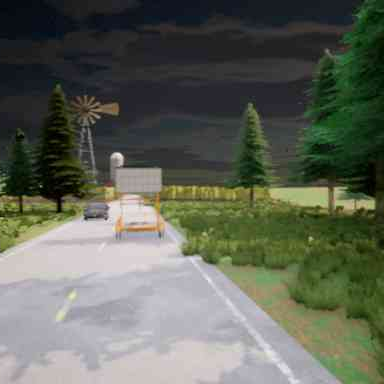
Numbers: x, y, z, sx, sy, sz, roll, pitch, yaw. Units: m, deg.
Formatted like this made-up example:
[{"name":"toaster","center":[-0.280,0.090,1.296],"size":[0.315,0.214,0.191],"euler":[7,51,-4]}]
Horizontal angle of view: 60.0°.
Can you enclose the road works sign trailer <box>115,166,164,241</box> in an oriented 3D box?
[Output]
[{"name":"road works sign trailer","center":[-2.680,0.473,16.956],"size":[2.380,3.560,2.880],"euler":[-1,0,-10]}]

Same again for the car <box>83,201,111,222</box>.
[{"name":"car","center":[-7.865,1.585,27.854],"size":[1.837,1.490,4.892],"euler":[-1,0,-10]}]
